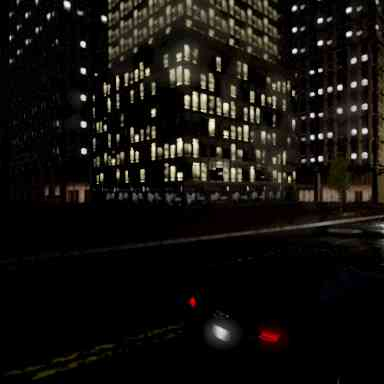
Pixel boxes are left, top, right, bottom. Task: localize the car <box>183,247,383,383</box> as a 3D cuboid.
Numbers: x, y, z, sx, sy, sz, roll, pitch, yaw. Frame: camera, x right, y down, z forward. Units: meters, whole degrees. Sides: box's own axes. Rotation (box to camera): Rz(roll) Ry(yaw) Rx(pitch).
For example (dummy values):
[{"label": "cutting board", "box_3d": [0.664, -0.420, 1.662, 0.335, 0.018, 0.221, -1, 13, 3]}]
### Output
[{"label": "car", "box_3d": [1.936, 1.540, 4.925, 4.181, 1.385, 1.994, 0, 0, -36]}]
